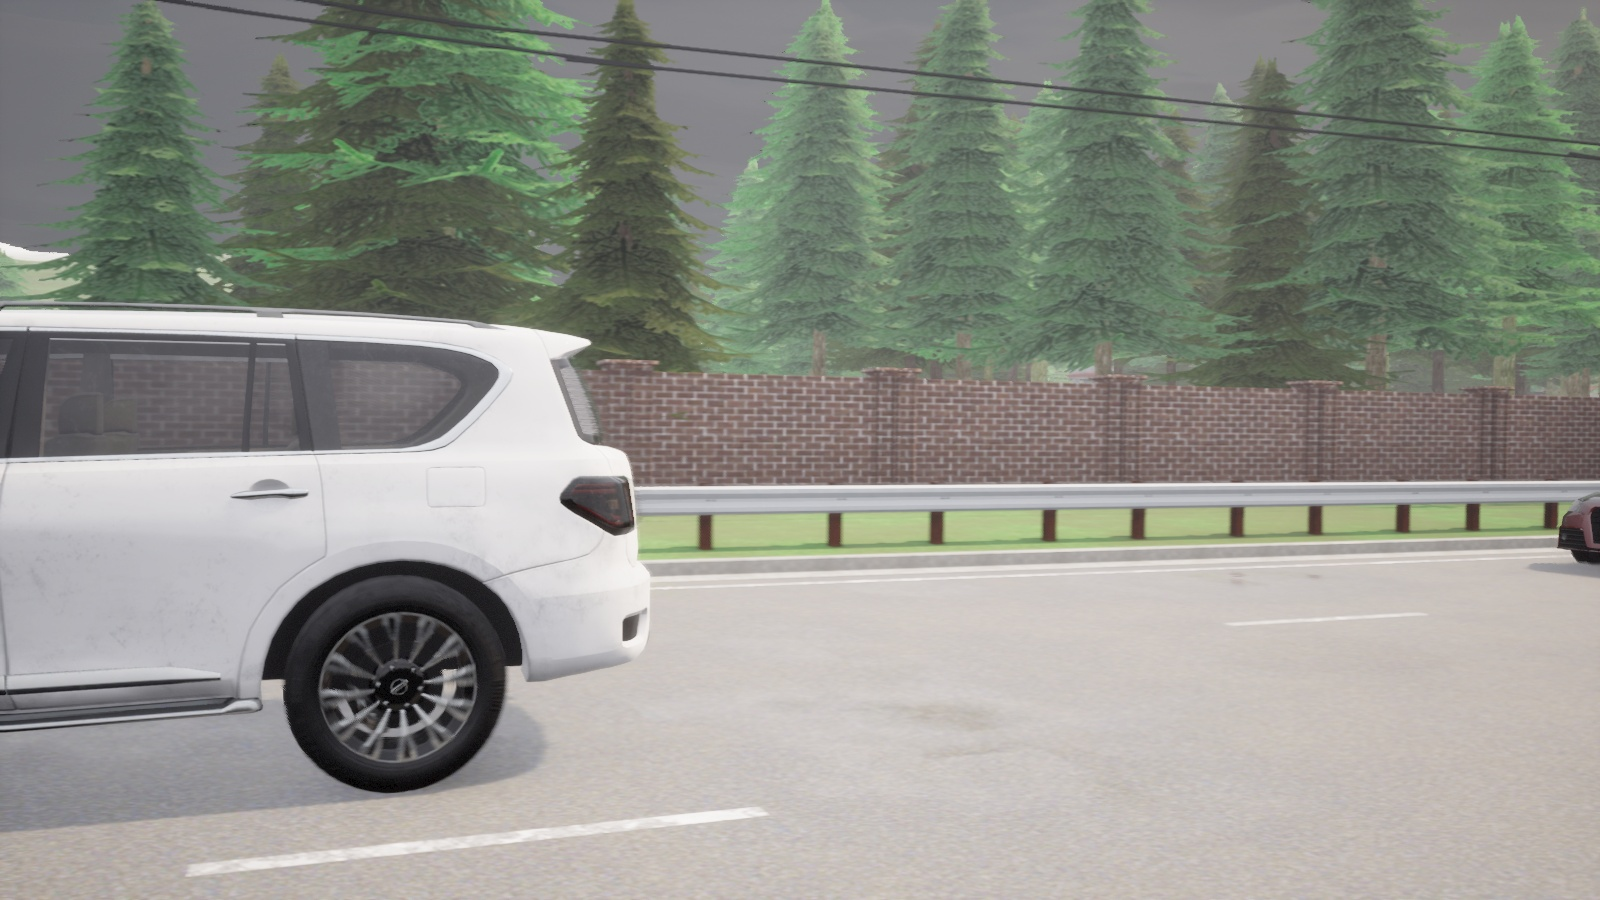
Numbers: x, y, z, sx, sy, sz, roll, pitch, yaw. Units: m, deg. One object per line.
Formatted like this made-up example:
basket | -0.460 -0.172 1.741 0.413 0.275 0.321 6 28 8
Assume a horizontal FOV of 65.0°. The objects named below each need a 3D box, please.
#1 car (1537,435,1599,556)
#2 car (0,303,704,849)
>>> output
car | 11.222 0.497 14.989 4.181 1.385 1.994 -1 1 -21
car | -3.428 0.462 5.678 5.566 2.045 2.150 -1 1 -21
